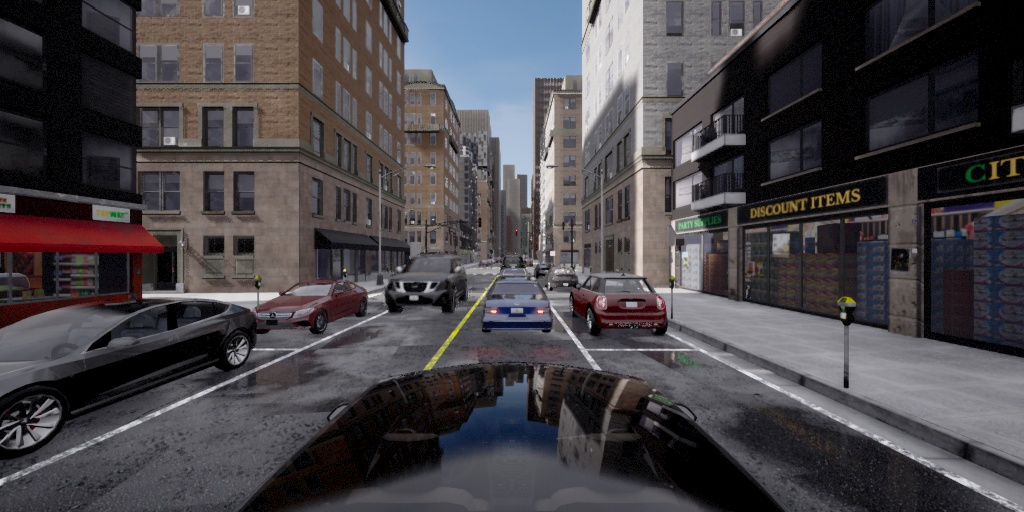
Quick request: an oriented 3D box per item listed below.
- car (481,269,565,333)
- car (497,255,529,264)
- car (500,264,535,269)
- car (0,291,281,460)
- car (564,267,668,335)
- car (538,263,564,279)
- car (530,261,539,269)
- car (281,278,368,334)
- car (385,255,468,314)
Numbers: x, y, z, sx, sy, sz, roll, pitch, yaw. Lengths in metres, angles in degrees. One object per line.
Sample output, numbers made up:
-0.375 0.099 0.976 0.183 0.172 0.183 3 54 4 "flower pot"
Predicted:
0.121 1.297 10.736 2.033 1.411 5.357 0 0 0 "car"
0.078 0.975 31.273 2.150 2.045 5.566 0 0 -1 "car"
0.145 1.352 21.241 1.895 1.301 4.718 0 0 0 "car"
-5.664 1.316 5.040 1.948 1.339 4.313 0 0 0 "car"
2.875 1.190 10.520 1.967 1.591 4.097 0 0 0 "car"
2.902 1.301 21.523 2.007 1.370 4.403 0 0 0 "car"
2.929 1.319 32.526 1.948 1.339 4.313 0 0 0 "car"
-5.650 1.332 10.542 1.802 1.307 4.207 0 0 0 "car"
-3.080 0.971 14.138 2.150 2.045 5.566 0 0 1 "car"
